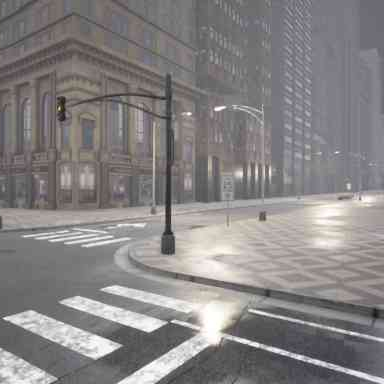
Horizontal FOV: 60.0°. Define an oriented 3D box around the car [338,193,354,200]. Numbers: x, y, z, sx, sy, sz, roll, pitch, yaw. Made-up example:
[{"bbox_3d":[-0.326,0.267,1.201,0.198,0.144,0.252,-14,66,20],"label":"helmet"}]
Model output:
[{"bbox_3d":[26.605,0.749,57.228,1.895,1.301,4.718,0,1,36],"label":"car"}]
